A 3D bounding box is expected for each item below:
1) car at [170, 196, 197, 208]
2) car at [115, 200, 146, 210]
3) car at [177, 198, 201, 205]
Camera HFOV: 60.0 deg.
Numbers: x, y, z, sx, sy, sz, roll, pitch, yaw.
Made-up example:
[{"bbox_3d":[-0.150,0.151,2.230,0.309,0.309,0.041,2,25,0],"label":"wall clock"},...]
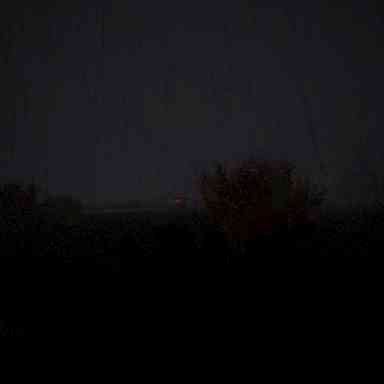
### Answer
[{"bbox_3d":[-1.421,1.749,58.379,2.150,2.045,5.566,-1,-2,38],"label":"car"},{"bbox_3d":[-9.668,2.039,53.071,2.033,1.411,5.357,-1,-1,36],"label":"car"},{"bbox_3d":[-0.494,1.817,65.690,2.033,1.411,5.357,-1,-1,36],"label":"car"}]
